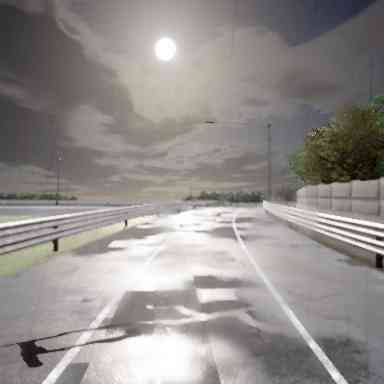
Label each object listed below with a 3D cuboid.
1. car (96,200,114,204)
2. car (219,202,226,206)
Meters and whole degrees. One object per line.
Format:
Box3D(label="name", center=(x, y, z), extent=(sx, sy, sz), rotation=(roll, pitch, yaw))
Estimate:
Box3D(label="car", center=(-20.467, 2.669, 78.404), extent=(4.181, 1.385, 1.994), rotation=(1, -3, -20))
Box3D(label="car", center=(7.329, 3.154, 92.584), extent=(4.553, 1.767, 2.097), rotation=(2, -3, -37))
